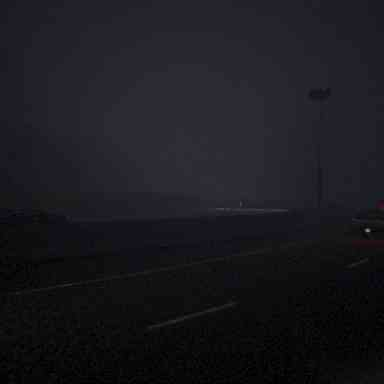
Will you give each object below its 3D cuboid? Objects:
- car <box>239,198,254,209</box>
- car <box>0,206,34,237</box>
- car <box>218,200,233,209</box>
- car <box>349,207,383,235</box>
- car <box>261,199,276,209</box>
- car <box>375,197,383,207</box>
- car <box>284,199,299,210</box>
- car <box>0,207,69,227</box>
[{"bbox_3d":[8.893,1.767,54.128,2.097,1.767,4.553,0,0,14],"label":"car"},{"bbox_3d":[-11.256,1.580,17.674,4.892,1.490,1.837,1,0,-38],"label":"car"},{"bbox_3d":[5.587,1.955,55.032,2.033,1.411,5.357,0,0,15],"label":"car"},{"bbox_3d":[10.791,1.783,19.506,1.895,1.301,4.718,0,-1,39],"label":"car"},{"bbox_3d":[12.148,1.924,52.665,1.837,1.490,4.892,0,0,15],"label":"car"},{"bbox_3d":[20.129,1.546,34.007,2.150,2.045,5.566,0,0,27],"label":"car"},{"bbox_3d":[15.295,1.928,50.985,1.837,1.490,4.892,0,-1,15],"label":"car"},{"bbox_3d":[-8.305,1.565,15.559,4.902,1.511,2.128,1,0,-39],"label":"car"}]
